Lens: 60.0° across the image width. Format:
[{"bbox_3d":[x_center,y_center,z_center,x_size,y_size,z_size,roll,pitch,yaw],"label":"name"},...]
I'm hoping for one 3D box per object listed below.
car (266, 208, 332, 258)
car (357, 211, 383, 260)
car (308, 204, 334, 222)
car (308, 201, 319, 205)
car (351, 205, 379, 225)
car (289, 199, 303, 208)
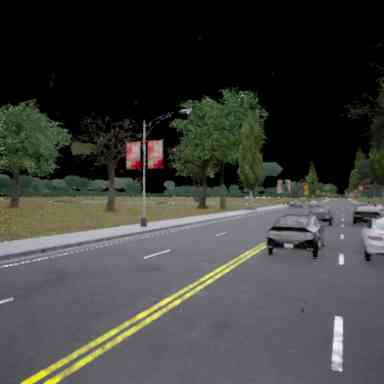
[{"bbox_3d":[4.331,1.651,13.581,2.128,1.511,4.902,0,-1,25],"label":"car"},{"bbox_3d":[7.452,1.670,12.582,1.812,1.442,4.674,0,-1,25],"label":"car"},{"bbox_3d":[10.451,1.931,27.001,1.895,1.301,4.718,0,-1,25],"label":"car"},{"bbox_3d":[22.626,2.344,61.596,1.812,1.442,4.674,0,-1,25],"label":"car"},{"bbox_3d":[13.835,1.802,26.565,1.882,1.535,5.008,0,-1,25],"label":"car"},{"bbox_3d":[19.688,2.190,62.982,2.097,1.767,4.553,0,-1,25],"label":"car"}]
